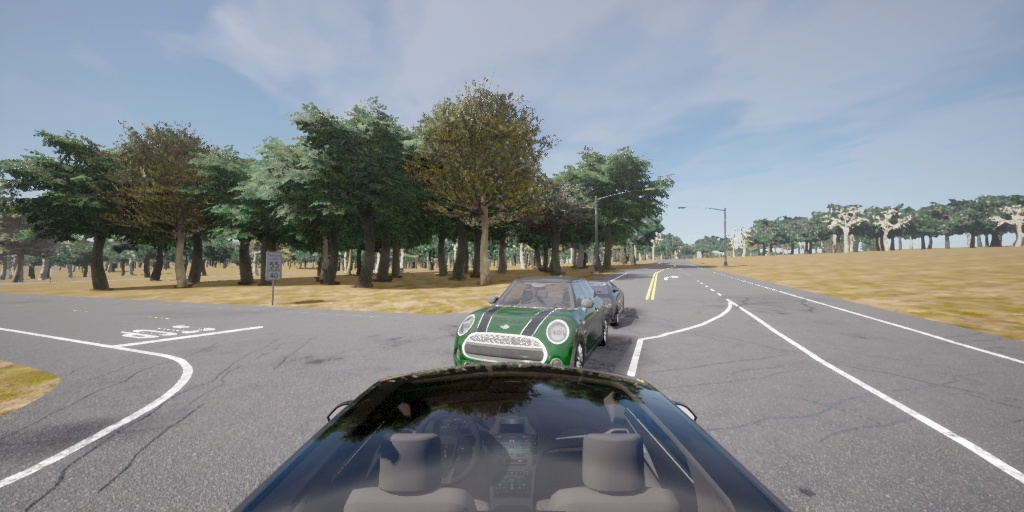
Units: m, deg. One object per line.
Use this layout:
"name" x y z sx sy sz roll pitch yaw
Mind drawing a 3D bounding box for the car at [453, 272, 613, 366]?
"car" 0.675 1.222 7.478 2.097 1.767 4.553 -1 -2 22

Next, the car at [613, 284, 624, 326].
"car" 2.897 1.555 12.912 1.994 1.385 4.181 -2 0 22
